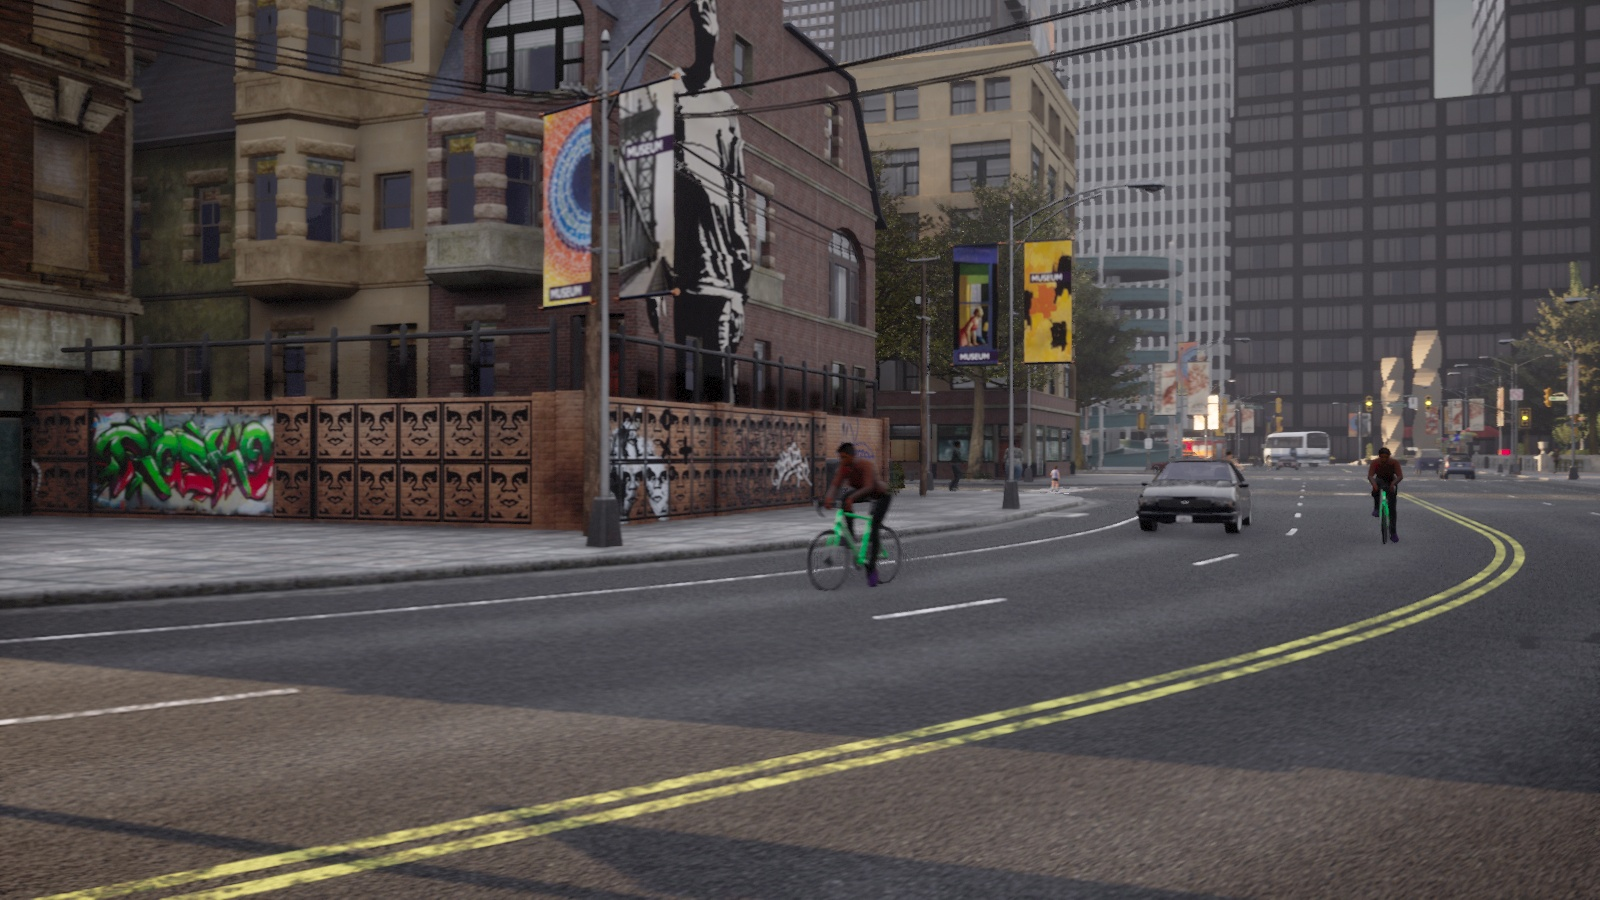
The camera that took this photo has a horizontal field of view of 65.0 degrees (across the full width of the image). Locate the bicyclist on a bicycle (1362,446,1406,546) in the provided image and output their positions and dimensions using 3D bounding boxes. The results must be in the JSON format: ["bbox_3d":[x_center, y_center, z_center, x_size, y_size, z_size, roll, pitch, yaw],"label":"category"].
[{"bbox_3d":[9.849,0.739,21.141,0.582,1.620,1.656,-1,0,28],"label":"bicyclist on a bicycle"}]

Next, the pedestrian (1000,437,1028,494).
[{"bbox_3d":[7.132,0.516,41.888,0.874,1.855,0.900,0,0,13],"label":"pedestrian"}]

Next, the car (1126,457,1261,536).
[{"bbox_3d":[8.076,0.852,25.403,2.033,1.411,5.357,0,0,24],"label":"car"}]

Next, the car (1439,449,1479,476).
[{"bbox_3d":[41.112,0.785,78.438,1.851,1.617,3.988,0,0,22],"label":"car"}]

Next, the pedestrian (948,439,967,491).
[{"bbox_3d":[5.614,0.530,44.757,0.614,1.847,0.353,0,0,0],"label":"pedestrian"}]

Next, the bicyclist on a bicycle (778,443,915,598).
[{"bbox_3d":[0.542,0.741,13.944,0.582,1.620,1.656,-1,0,42],"label":"bicyclist on a bicycle"}]
